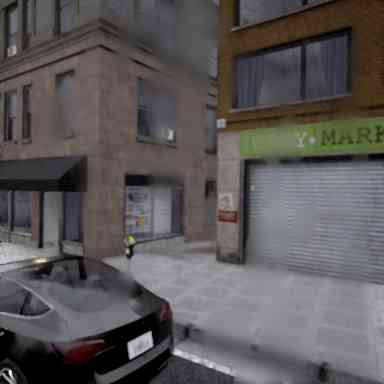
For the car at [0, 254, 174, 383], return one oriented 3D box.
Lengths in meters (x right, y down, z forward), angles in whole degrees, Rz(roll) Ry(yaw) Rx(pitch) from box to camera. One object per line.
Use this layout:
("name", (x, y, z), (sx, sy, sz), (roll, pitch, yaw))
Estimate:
("car", (-2.204, 1.547, 4.518), (4.313, 1.339, 1.947), (0, 1, 35))
